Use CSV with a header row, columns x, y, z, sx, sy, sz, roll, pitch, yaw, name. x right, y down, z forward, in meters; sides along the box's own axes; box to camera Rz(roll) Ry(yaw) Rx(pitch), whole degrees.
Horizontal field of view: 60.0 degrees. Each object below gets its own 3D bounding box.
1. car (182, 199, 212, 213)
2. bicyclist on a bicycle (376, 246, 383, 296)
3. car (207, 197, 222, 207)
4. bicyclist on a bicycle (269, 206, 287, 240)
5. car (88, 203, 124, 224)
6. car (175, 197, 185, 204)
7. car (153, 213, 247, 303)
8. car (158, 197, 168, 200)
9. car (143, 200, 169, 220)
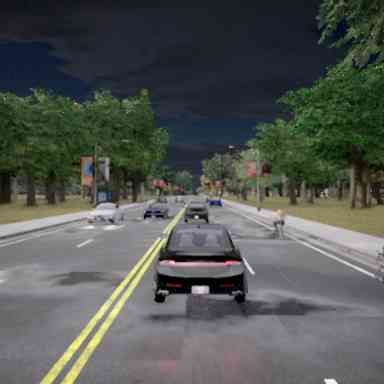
x,y,z,sx,sy,sz,roll,pitch,yaw,name
0.361,1.574,26.485,1.837,1.490,4.892,0,0,1,car
4.203,1.486,6.757,0.582,1.620,1.656,0,-1,1,bicyclist on a bicycle
3.912,1.639,55.926,1.882,1.535,5.008,0,0,1,car
4.321,1.494,16.515,0.866,1.612,1.509,0,0,0,bicyclist on a bicycle
-6.354,1.567,25.038,1.812,1.442,4.674,0,0,1,car
-2.550,1.690,69.446,1.812,1.442,4.674,0,0,1,car
0.174,1.513,8.272,2.128,1.511,4.902,0,0,1,car
-5.843,1.712,66.207,1.994,1.385,4.181,0,0,1,car
-3.066,1.664,28.789,1.895,1.301,4.718,0,0,1,car
